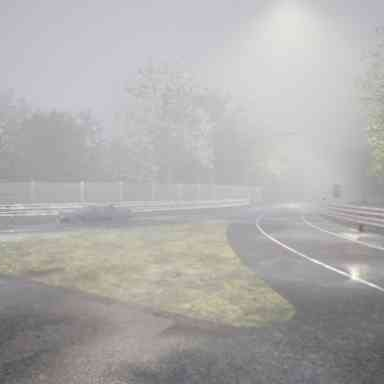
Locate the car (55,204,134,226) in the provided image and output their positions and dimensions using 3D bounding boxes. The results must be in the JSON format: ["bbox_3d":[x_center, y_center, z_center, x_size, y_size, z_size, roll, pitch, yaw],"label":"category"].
[{"bbox_3d":[-6.967,1.585,24.116,5.357,1.411,2.033,0,0,-32],"label":"car"}]
